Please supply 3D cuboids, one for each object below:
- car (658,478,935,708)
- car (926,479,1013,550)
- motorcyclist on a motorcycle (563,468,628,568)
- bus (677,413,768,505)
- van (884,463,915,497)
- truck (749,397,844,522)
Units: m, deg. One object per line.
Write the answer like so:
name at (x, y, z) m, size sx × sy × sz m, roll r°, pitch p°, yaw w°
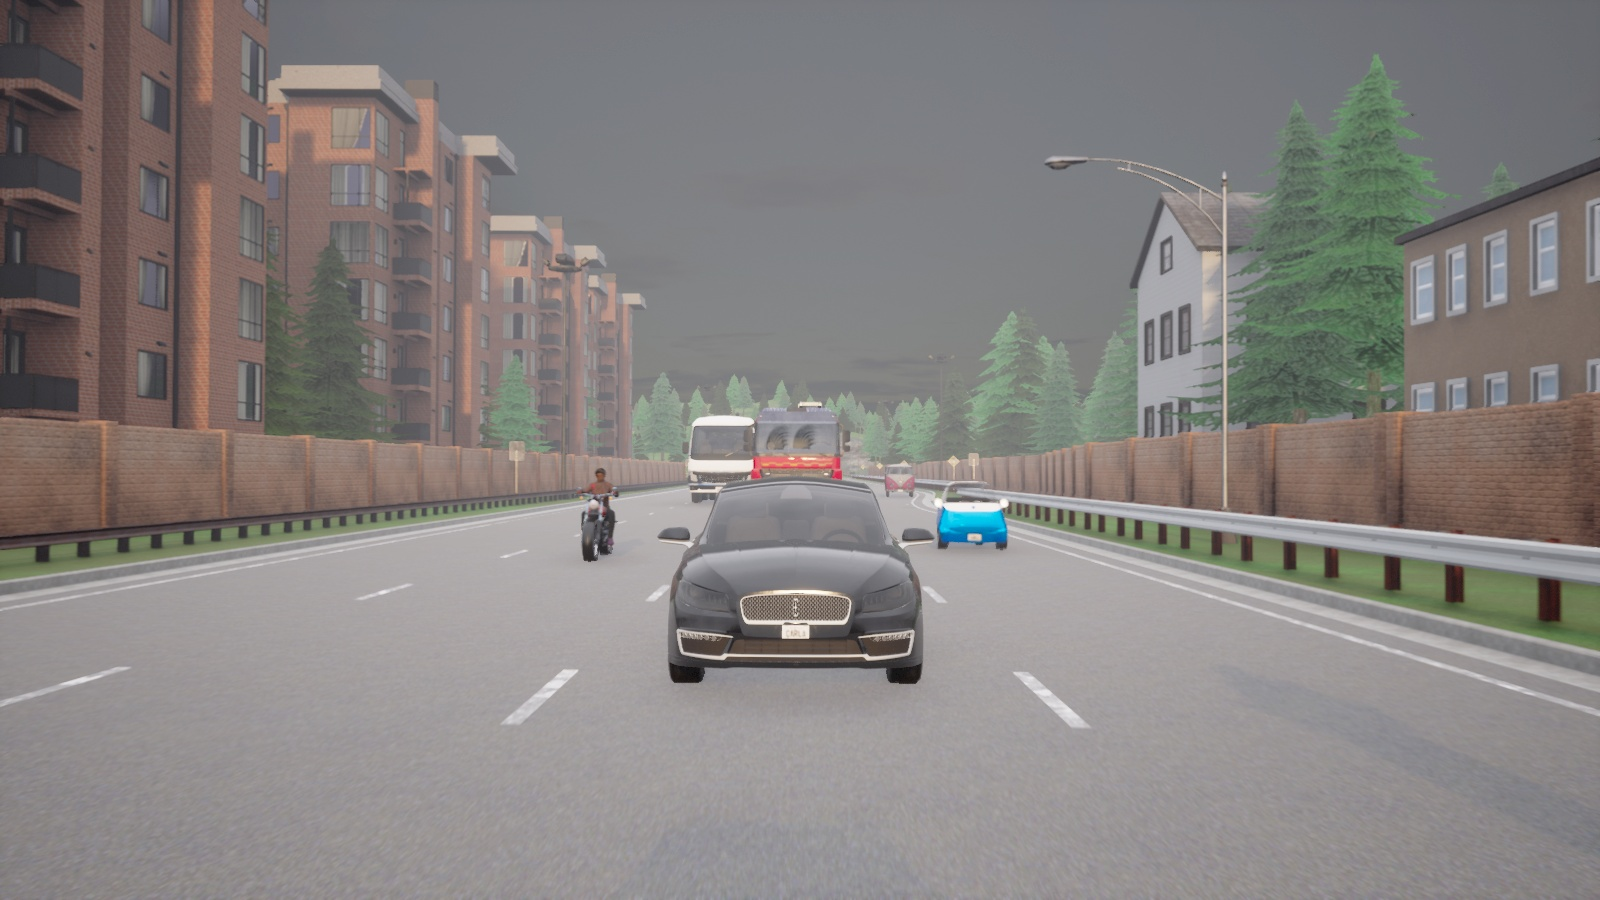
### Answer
car at (-0.033, 1.000, 10.789) m, size 1.837 × 1.490 × 4.892 m, roll 0°, pitch -1°, yaw 0°
car at (3.423, 1.284, 25.651) m, size 1.481 × 1.376 × 2.207 m, roll 0°, pitch -1°, yaw 0°
motorcyclist on a motorcycle at (-3.567, 1.150, 22.100) m, size 0.766 × 1.649 × 2.350 m, roll 0°, pitch -1°, yaw 0°
bus at (-3.694, 0.509, 63.055) m, size 3.944 × 4.253 × 10.273 m, roll 0°, pitch -1°, yaw 0°
van at (6.068, 1.831, 77.005) m, size 1.775 × 1.987 × 4.442 m, roll 0°, pitch -1°, yaw 3°
truck at (-0.132, 0.364, 42.633) m, size 2.891 × 3.827 × 8.468 m, roll 0°, pitch -1°, yaw 0°
